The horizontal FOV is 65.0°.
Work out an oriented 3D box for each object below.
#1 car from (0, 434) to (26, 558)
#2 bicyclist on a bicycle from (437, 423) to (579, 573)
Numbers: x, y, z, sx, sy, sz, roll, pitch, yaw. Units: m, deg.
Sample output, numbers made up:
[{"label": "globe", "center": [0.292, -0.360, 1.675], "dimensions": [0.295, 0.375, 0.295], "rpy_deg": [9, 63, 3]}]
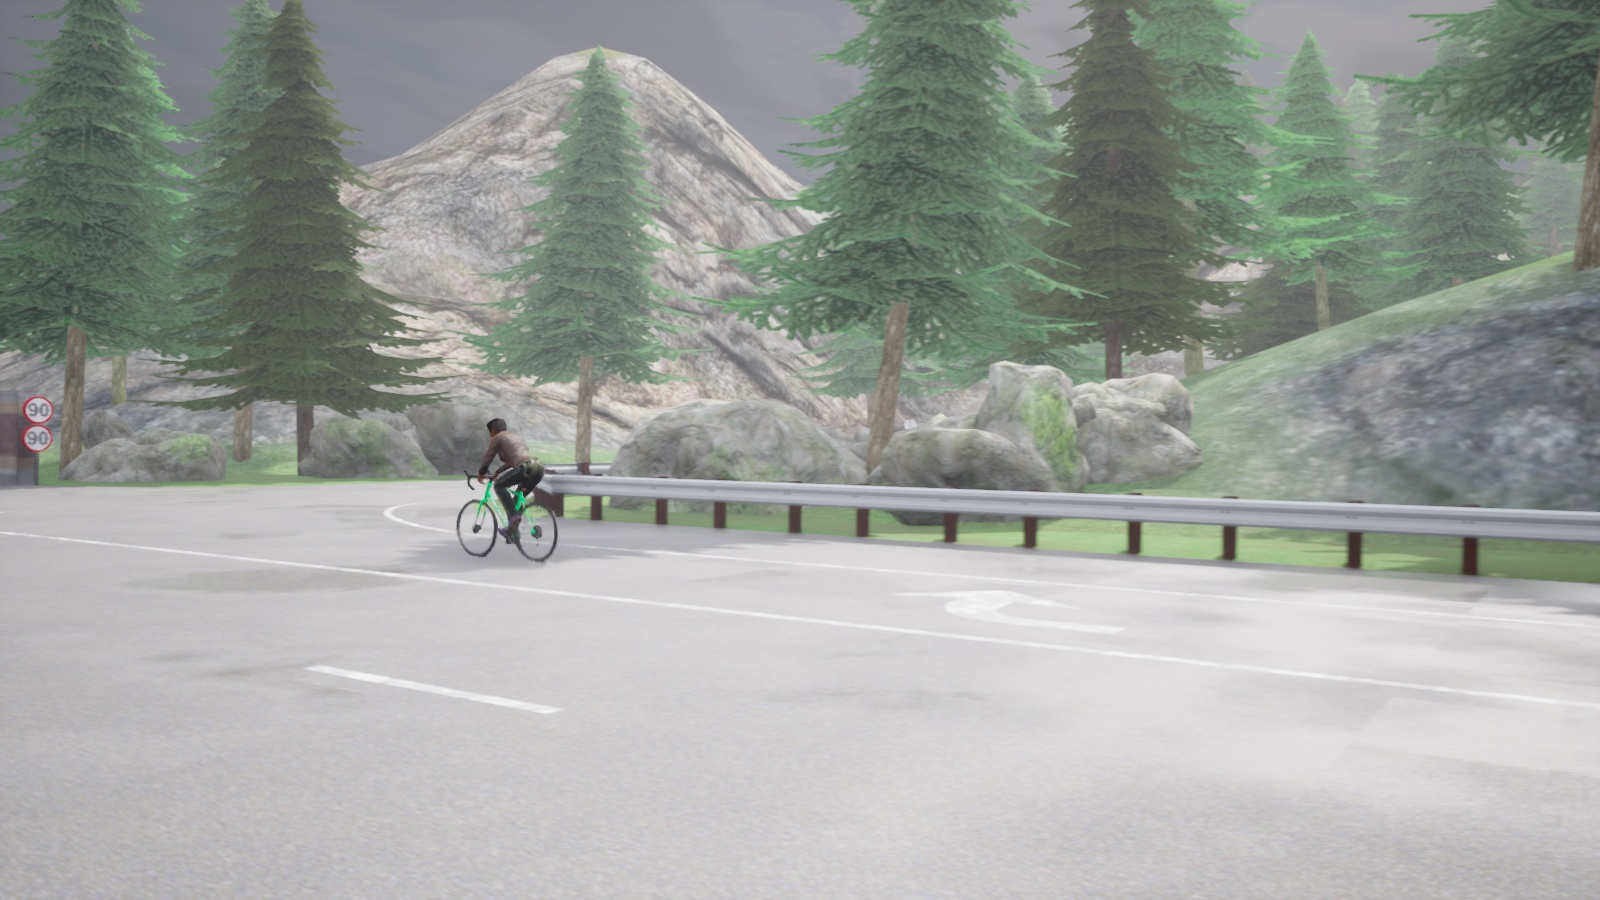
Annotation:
[{"label": "car", "center": [-12.256, 0.579, 16.066], "dimensions": [4.902, 1.511, 2.128], "rpy_deg": [0, 1, 34]}, {"label": "bicyclist on a bicycle", "center": [-3.339, 0.520, 14.308], "dimensions": [1.656, 1.620, 0.582], "rpy_deg": [0, 1, 34]}]
